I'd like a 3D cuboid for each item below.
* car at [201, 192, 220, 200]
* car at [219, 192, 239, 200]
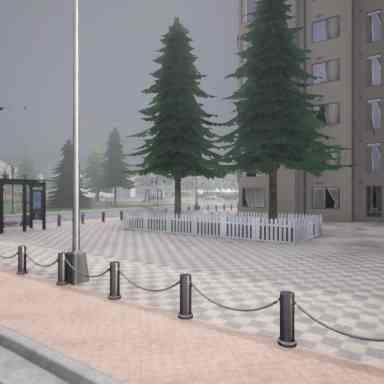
[{"bbox_3d":[5.241,1.384,91.390,3.806,1.475,1.970,0,0,35],"label":"car"},{"bbox_3d":[9.602,1.373,84.687,3.633,1.501,1.845,0,0,35],"label":"car"}]
